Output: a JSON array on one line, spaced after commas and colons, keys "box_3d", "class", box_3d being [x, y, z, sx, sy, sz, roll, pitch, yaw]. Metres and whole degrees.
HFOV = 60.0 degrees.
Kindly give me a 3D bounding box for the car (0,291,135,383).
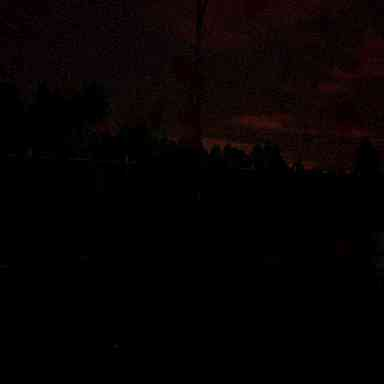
[{"box_3d": [-3.139, 1.547, 2.369, 5.357, 1.411, 2.033, 0, 0, -35], "class": "car"}]
